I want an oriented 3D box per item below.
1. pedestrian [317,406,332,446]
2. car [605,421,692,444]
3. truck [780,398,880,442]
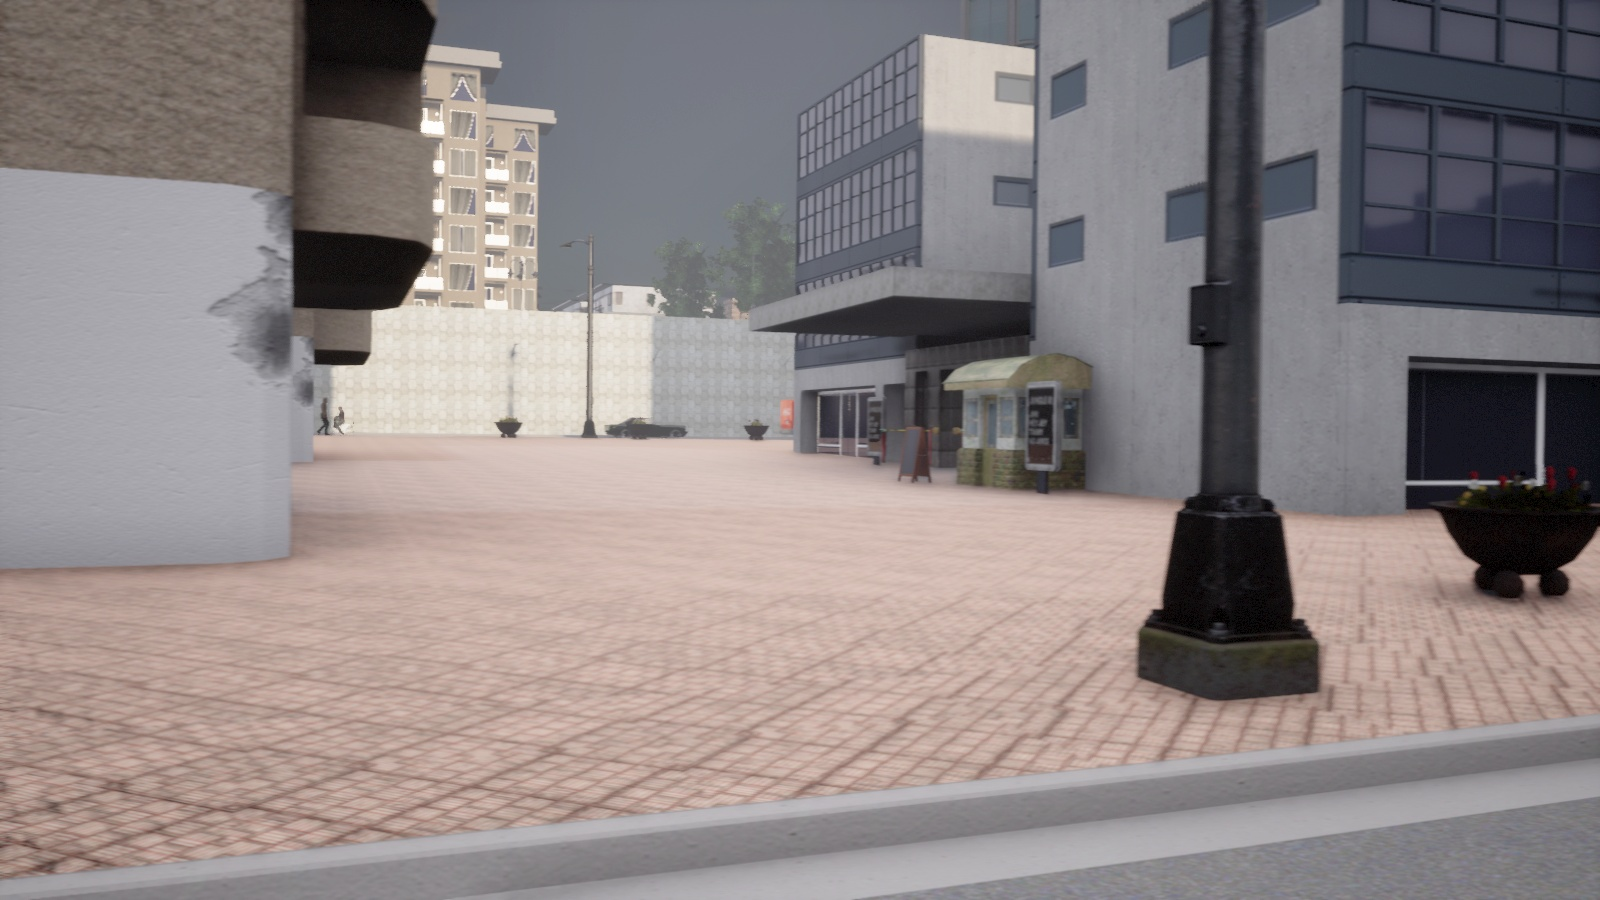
[{"bbox_3d":[-22.055,-1.119,58.259,0.634,1.846,0.331,-1,1,-22],"label":"pedestrian"},{"bbox_3d":[-8.836,-1.037,73.089,4.718,1.301,1.895,-1,1,-19],"label":"car"},{"bbox_3d":[1.751,-1.727,73.065,5.204,2.467,2.627,-1,1,-19],"label":"truck"}]
